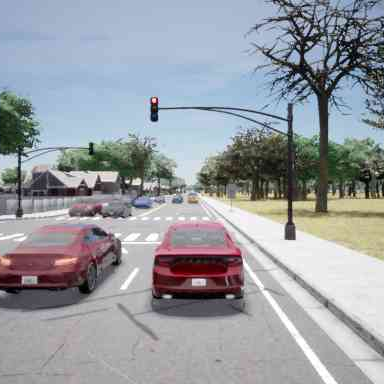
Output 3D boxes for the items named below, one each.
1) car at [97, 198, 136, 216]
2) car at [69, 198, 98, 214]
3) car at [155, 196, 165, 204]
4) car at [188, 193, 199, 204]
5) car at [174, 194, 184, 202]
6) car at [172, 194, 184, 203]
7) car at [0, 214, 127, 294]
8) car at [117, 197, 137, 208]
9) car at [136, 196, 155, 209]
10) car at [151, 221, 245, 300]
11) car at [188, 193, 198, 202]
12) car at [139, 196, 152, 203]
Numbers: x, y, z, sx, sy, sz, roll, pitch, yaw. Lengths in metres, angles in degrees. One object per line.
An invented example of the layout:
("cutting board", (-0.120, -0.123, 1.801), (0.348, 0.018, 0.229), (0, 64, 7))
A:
("car", (-6.524, 1.508, 29.306), (1.837, 1.490, 4.892), (0, 0, 0))
("car", (-9.770, 1.354, 30.991), (2.097, 1.767, 4.553), (0, 0, 0))
("car", (-6.343, 1.536, 66.130), (2.033, 1.411, 5.357), (0, 0, 1))
("car", (0.272, 1.467, 65.908), (1.882, 1.535, 5.008), (0, 0, 0))
("car", (-3.048, 1.338, 76.283), (2.097, 1.767, 4.553), (0, 0, 0))
("car", (-2.973, 1.514, 66.317), (1.812, 1.442, 4.674), (0, 0, 0))
("car", (-3.127, 1.527, 8.693), (1.812, 1.442, 4.674), (0, 0, 0))
("car", (-9.713, 1.546, 50.302), (2.033, 1.411, 5.357), (0, 0, 0))
("car", (-6.482, 1.478, 44.592), (1.882, 1.535, 5.008), (0, 0, 0))
("car", (0.120, 1.479, 8.481), (1.882, 1.535, 5.008), (0, 0, 0))
("car", (0.202, 1.208, 76.310), (2.150, 2.045, 5.566), (0, 0, 0))
("car", (-9.568, 1.534, 68.954), (2.033, 1.411, 5.357), (0, 0, 0))
